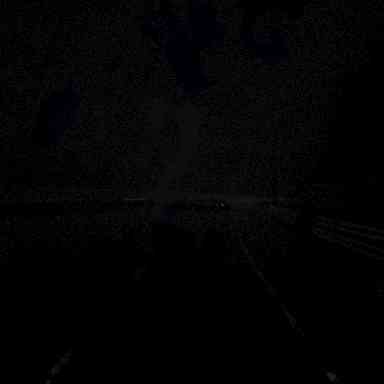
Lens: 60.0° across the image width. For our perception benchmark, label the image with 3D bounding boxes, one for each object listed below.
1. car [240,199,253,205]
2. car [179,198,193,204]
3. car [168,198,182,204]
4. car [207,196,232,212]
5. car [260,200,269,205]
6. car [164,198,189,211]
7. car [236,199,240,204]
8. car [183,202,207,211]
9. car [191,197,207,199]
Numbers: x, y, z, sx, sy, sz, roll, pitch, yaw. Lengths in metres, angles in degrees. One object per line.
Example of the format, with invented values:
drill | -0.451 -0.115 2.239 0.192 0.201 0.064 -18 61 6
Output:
car | 13.920 2.472 82.819 1.812 1.442 4.674 0 -1 21
car | -1.510 2.451 91.513 2.033 1.411 5.357 0 -1 21
car | -4.788 2.423 92.741 2.128 1.511 4.902 0 -1 21
car | 4.084 1.857 46.585 2.097 1.767 4.553 0 -1 21
car | 18.754 2.611 85.748 1.895 1.301 4.718 0 -1 21
car | -2.450 1.955 49.096 1.882 1.535 5.008 0 -1 21
car | 13.448 2.557 91.536 2.128 1.511 4.902 0 -1 21
car | 0.832 2.093 47.882 1.895 1.301 4.718 0 -1 21
car | 1.767 2.450 90.285 1.812 1.442 4.674 0 -1 21
